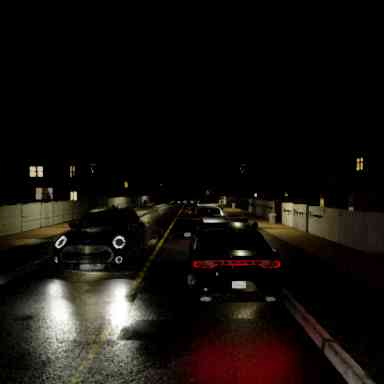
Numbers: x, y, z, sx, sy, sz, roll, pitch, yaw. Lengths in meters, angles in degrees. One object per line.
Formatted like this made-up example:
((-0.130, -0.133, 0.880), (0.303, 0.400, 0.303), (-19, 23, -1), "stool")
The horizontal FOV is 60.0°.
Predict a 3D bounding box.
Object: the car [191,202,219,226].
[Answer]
((0.826, 1.518, 24.317), (1.837, 1.490, 4.892), (0, 0, 0), "car")

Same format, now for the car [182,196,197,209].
((0.032, 1.409, 45.770), (2.097, 1.767, 4.553), (0, 0, 0), "car")

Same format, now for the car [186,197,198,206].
((0.005, 1.667, 59.738), (1.994, 1.385, 4.181), (0, 0, 0), "car")

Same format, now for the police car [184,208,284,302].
((0.826, 1.424, 8.425), (1.930, 1.638, 5.238), (0, 0, 0), "police car")

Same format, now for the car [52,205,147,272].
((-2.749, 1.352, 10.852), (2.097, 1.767, 4.553), (0, 0, 0), "car")

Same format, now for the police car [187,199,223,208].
((0.826, 1.432, 18.427), (1.930, 1.638, 5.238), (0, 0, 0), "police car")

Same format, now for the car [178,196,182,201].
((-2.743, 1.776, 89.779), (1.812, 1.442, 4.674), (0, 0, 0), "car")
